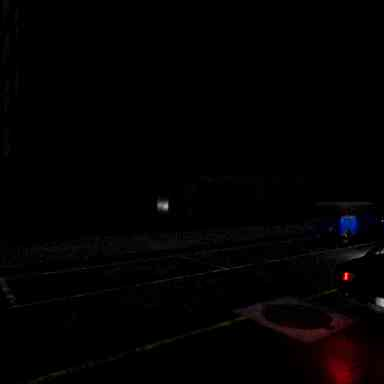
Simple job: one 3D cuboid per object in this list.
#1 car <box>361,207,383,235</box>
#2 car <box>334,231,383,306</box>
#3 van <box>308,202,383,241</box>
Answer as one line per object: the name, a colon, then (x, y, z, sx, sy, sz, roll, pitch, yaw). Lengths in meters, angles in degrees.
car: (11.553, 1.568, 18.639, 4.313, 1.339, 1.947, 0, 0, -35)
car: (5.098, 1.601, 6.948, 4.718, 1.301, 1.895, 0, 0, -35)
van: (7.074, 1.342, 15.444, 3.998, 1.788, 1.690, 0, 0, -36)
